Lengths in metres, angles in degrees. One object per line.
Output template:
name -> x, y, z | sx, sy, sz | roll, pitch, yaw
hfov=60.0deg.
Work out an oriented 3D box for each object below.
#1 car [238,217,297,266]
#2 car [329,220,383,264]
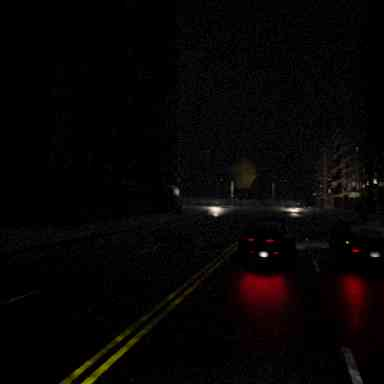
car -> 2.937, 1.712, 12.622 | 1.837, 1.490, 4.892 | 0, 0, 17
car -> 6.249, 1.756, 12.328 | 1.812, 1.442, 4.674 | 0, -1, 17
